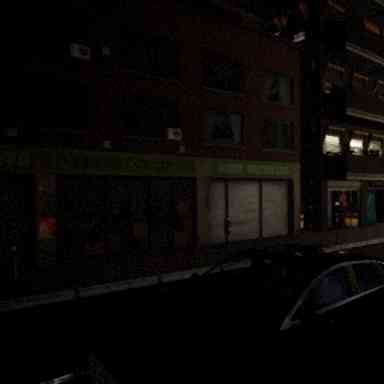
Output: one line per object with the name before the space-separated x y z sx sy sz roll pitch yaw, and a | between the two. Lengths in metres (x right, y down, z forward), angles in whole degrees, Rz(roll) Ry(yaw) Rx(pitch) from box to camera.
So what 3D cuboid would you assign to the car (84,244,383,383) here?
car | 1.185 1.489 4.190 4.902 1.511 2.128 0 0 -35
